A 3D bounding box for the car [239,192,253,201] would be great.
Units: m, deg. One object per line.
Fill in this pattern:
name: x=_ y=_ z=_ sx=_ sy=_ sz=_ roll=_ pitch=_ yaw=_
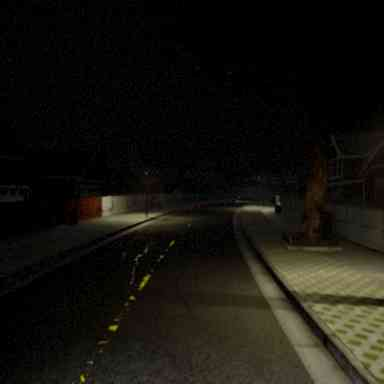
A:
car: x=11.411 y=0.993 z=70.592 sx=2.097 sy=1.767 sz=4.553 roll=0 pitch=0 yaw=24
